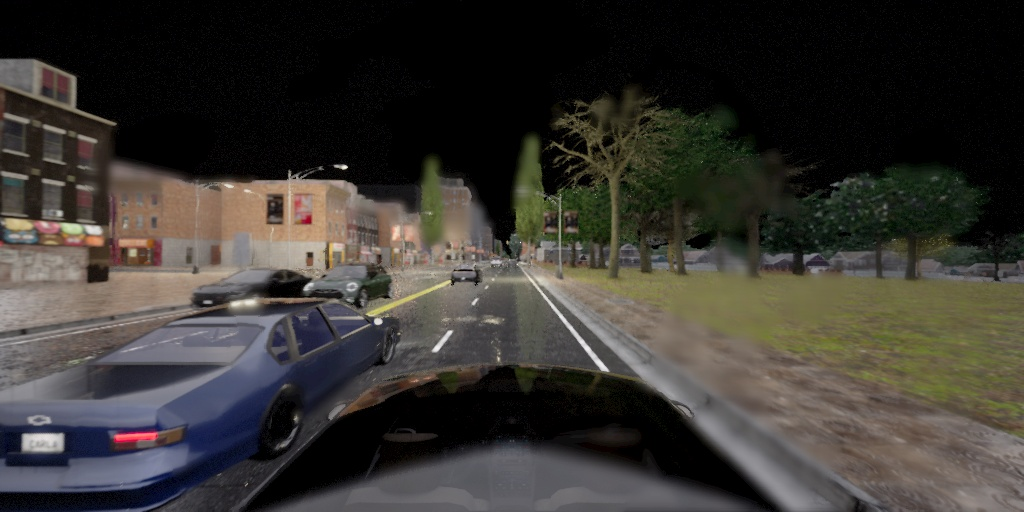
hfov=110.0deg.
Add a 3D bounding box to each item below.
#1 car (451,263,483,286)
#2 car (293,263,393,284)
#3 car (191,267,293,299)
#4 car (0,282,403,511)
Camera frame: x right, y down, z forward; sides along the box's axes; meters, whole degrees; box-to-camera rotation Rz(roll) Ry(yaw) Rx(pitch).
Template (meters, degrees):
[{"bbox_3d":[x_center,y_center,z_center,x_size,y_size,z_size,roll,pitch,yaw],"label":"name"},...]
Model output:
[{"bbox_3d":[-3.142,1.255,25.569,2.128,1.511,4.902,0,0,0],"label":"car"},{"bbox_3d":[-6.567,1.111,14.881,2.097,1.767,4.553,0,0,0],"label":"car"},{"bbox_3d":[-9.823,1.236,14.089,1.882,1.535,5.008,0,0,0],"label":"car"},{"bbox_3d":[-3.149,1.299,4.917,2.033,1.411,5.357,0,0,0],"label":"car"}]
